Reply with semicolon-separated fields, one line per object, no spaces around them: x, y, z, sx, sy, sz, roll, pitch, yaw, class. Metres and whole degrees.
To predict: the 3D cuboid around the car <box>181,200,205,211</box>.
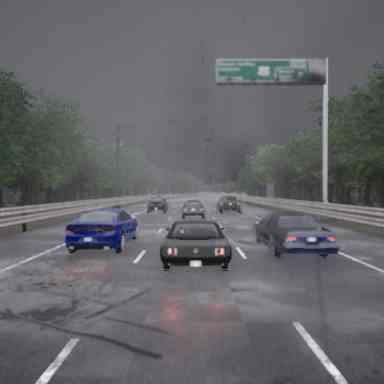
0.103;1.380;27.446;2.033;1.411;5.357;0;0;0;car

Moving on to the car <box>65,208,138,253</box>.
-3.400;1.387;13.343;1.882;1.535;5.008;0;0;0;car

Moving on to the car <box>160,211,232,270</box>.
0.101;1.527;10.696;1.895;1.301;4.718;0;0;0;car

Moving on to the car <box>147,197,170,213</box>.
-3.395;1.311;33.759;1.837;1.490;4.892;0;0;0;car

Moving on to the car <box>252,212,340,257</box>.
3.598;1.462;12.507;2.033;1.411;5.357;0;0;0;car

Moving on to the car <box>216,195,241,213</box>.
3.604;1.160;33.432;2.097;1.767;4.553;0;0;0;car
